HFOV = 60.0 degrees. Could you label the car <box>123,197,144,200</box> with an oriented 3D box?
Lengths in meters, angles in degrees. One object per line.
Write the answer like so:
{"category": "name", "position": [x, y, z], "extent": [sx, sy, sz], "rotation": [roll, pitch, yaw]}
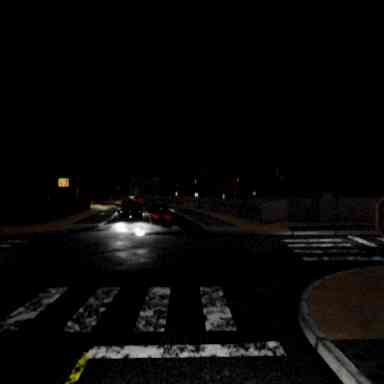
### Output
{"category": "car", "position": [-6.986, 1.660, 38.791], "extent": [1.994, 1.385, 4.181], "rotation": [0, 0, -12]}

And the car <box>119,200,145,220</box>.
{"category": "car", "position": [-5.122, 1.645, 28.192], "extent": [1.895, 1.301, 4.718], "rotation": [0, 0, -8]}

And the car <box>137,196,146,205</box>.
{"category": "car", "position": [-9.989, 1.571, 61.745], "extent": [2.097, 1.767, 4.553], "rotation": [0, 0, -18]}

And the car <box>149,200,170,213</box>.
{"category": "car", "position": [-3.744, 1.602, 37.616], "extent": [1.812, 1.442, 4.674], "rotation": [0, 0, -11]}
